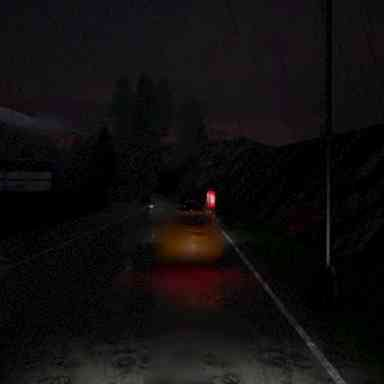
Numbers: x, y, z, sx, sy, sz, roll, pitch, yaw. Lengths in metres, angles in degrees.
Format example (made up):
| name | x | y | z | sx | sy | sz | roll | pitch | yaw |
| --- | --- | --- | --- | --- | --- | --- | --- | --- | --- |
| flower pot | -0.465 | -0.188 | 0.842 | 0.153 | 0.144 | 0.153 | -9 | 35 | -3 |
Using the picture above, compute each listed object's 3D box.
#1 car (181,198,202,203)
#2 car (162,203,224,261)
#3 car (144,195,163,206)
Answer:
| name | x | y | z | sx | sy | sz | roll | pitch | yaw |
| --- | --- | --- | --- | --- | --- | --- | --- | --- | --- |
| car | -0.066 | 1.309 | 30.777 | 1.812 | 1.442 | 4.674 | 0 | 0 | -1 |
| car | 0.019 | 1.393 | 11.913 | 1.882 | 1.535 | 5.008 | 0 | 1 | 0 |
| car | -5.781 | 1.181 | 48.867 | 1.812 | 1.442 | 4.674 | 1 | 0 | -25 |
